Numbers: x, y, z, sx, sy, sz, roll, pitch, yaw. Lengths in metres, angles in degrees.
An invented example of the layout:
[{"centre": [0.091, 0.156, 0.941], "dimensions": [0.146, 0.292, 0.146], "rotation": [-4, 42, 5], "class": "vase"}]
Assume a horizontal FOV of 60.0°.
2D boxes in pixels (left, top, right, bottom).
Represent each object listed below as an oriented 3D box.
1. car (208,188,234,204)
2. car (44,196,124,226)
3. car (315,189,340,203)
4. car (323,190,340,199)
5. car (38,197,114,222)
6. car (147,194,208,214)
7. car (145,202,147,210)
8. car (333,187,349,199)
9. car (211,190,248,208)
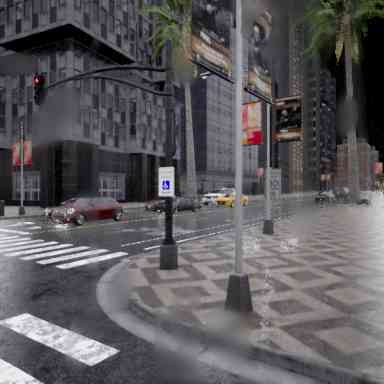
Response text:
[{"centre": [3.516, 0.561, 41.382], "dimensions": [2.150, 2.045, 5.566], "rotation": [0, 1, 35], "class": "car"}, {"centre": [-6.647, 1.080, 21.433], "dimensions": [2.097, 1.767, 4.553], "rotation": [0, 1, 35], "class": "car"}, {"centre": [17.862, 0.680, 44.451], "dimensions": [1.837, 1.490, 4.892], "rotation": [0, 1, 35], "class": "car"}, {"centre": [25.805, 0.356, 61.292], "dimensions": [1.882, 1.535, 5.008], "rotation": [0, 1, 36], "class": "car"}, {"centre": [-8.412, 1.188, 24.546], "dimensions": [2.128, 1.511, 4.902], "rotation": [0, 1, 36], "class": "car"}, {"centre": [-1.172, 1.108, 29.167], "dimensions": [2.033, 1.411, 5.357], "rotation": [0, 1, 35], "class": "car"}, {"centre": [-2.608, 1.046, 32.749], "dimensions": [1.812, 1.442, 4.674], "rotation": [0, 1, 35], "class": "car"}, {"centre": [23.721, 0.234, 52.733], "dimensions": [2.150, 2.045, 5.566], "rotation": [0, 1, 36], "class": "car"}, {"centre": [4.532, 0.869, 37.207], "dimensions": [1.882, 1.535, 5.008], "rotation": [0, 1, 35], "class": "car"}]
